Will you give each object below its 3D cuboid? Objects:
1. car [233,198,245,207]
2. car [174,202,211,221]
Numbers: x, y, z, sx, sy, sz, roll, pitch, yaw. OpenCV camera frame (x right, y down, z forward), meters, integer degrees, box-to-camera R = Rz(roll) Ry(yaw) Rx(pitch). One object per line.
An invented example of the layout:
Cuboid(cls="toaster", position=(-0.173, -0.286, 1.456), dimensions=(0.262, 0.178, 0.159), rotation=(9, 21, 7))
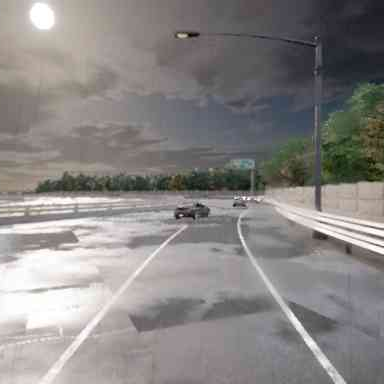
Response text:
Cuboid(cls="car", position=(8.161, 1.800, 57.749), dimensions=(1.994, 1.385, 4.181), rotation=(0, 0, 7))
Cuboid(cls="car", position=(0.098, 1.607, 28.414), dimensions=(1.837, 1.490, 4.892), rotation=(1, 0, 24))
